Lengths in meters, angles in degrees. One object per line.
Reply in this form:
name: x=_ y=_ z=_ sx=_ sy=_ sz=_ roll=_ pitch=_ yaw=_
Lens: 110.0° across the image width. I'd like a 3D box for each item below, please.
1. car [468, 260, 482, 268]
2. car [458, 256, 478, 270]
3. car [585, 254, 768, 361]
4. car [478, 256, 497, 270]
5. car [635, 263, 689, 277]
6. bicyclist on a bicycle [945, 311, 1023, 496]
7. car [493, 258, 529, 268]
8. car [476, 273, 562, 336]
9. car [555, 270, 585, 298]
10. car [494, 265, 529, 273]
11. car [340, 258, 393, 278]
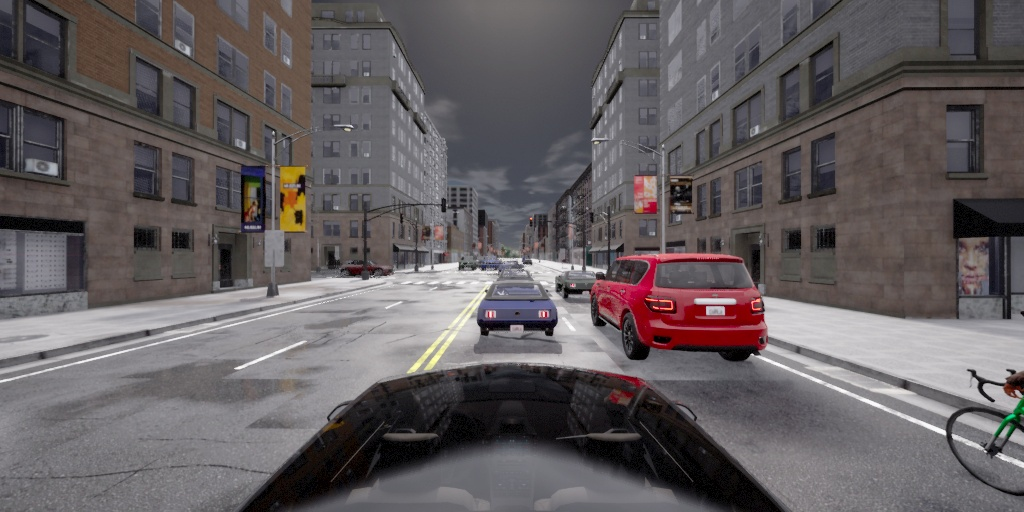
car: x=-6.350 y=1.335 z=61.469 sx=1.994 sy=1.385 sz=4.181 roll=0 pitch=0 yaw=0
car: x=-6.401 y=0.990 z=52.063 sx=2.150 sy=2.045 sz=5.566 roll=0 pitch=0 yaw=0
car: x=3.348 y=0.972 z=8.432 sx=2.150 sy=2.045 sz=5.566 roll=0 pitch=0 yaw=2
car: x=-3.126 y=0.990 z=51.763 sx=2.150 sy=2.045 sz=5.566 roll=0 pitch=0 yaw=2
car: x=15.190 y=1.411 z=36.483 sx=4.718 sy=1.301 sz=1.895 roll=0 pitch=0 yaw=0
bicyclist on a bicycle: x=4.149 y=1.203 z=2.611 sx=0.582 sy=1.620 sz=1.656 roll=0 pitch=0 yaw=0
car: x=-0.025 y=1.313 z=42.533 sx=2.033 sy=1.411 sz=5.357 roll=0 pitch=0 yaw=19
car: x=0.130 y=1.352 z=10.357 sx=1.895 sy=1.301 sz=4.718 roll=0 pitch=0 yaw=0
car: x=3.310 y=1.354 z=18.200 sx=1.895 sy=1.301 sz=4.718 roll=0 pitch=0 yaw=0
car: x=0.164 y=1.355 z=19.462 sx=1.895 sy=1.301 sz=4.718 roll=0 pitch=0 yaw=0
car: x=-13.599 y=1.094 z=33.750 sx=4.553 sy=1.767 sz=2.097 roll=0 pitch=0 yaw=0
